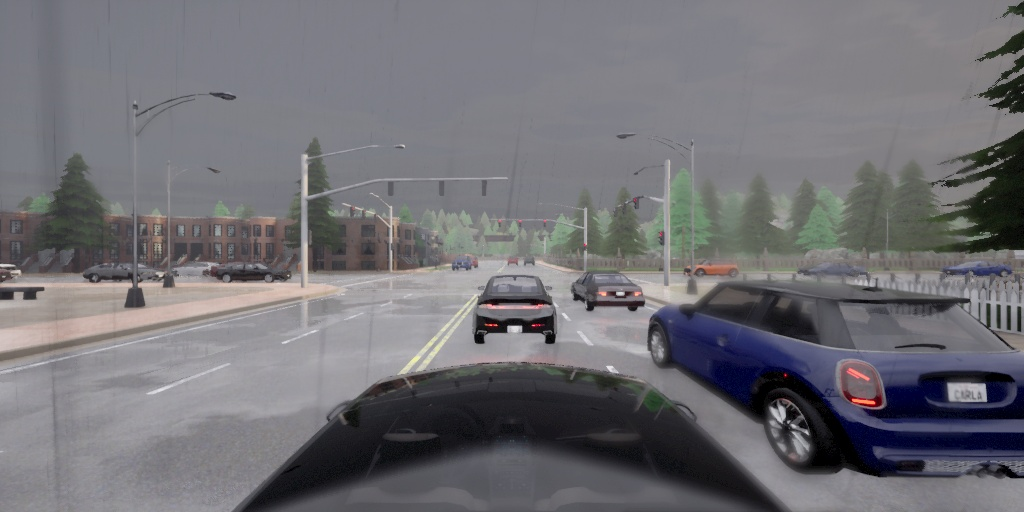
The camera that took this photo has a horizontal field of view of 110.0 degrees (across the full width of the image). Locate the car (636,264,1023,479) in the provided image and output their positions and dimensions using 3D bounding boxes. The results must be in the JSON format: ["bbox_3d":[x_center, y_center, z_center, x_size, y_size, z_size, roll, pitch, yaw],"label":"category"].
[{"bbox_3d":[3.608,1.102,4.963,2.097,1.767,4.553,0,0,0],"label":"car"}]

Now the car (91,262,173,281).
[{"bbox_3d":[-31.908,1.276,30.240,4.674,1.442,1.812,0,0,-7],"label":"car"}]

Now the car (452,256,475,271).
[{"bbox_3d":[-6.972,0.971,50.276,2.150,2.045,5.566,0,0,1],"label":"car"}]

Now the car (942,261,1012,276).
[{"bbox_3d":[43.751,1.228,33.854,5.008,1.535,1.882,-1,0,1],"label":"car"}]

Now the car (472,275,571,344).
[{"bbox_3d":[0.079,1.242,9.555,2.128,1.511,4.902,0,0,1],"label":"car"}]

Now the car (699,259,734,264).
[{"bbox_3d":[18.775,1.102,33.963,4.553,1.767,2.097,0,0,0],"label":"car"}]

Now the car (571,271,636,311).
[{"bbox_3d":[3.610,1.297,14.380,2.033,1.411,5.357,0,0,1],"label":"car"}]

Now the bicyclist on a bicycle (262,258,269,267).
[{"bbox_3d":[-28.735,1.053,41.685,0.582,1.620,1.656,0,0,-1],"label":"bicyclist on a bicycle"}]

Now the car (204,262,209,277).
[{"bbox_3d":[-22.811,1.228,30.669,5.008,1.535,1.882,0,0,-1],"label":"car"}]

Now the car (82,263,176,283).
[{"bbox_3d":[-28.998,1.241,26.961,4.902,1.511,2.128,0,0,-4],"label":"car"}]

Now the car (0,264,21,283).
[{"bbox_3d":[-39.168,1.228,25.243,5.008,1.535,1.882,0,0,-18],"label":"car"}]

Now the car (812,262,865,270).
[{"bbox_3d":[30.213,1.297,33.923,5.357,1.411,2.033,0,0,1],"label":"car"}]

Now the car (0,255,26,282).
[{"bbox_3d":[-42.590,0.968,27.767,5.566,2.045,2.150,0,0,-21],"label":"car"}]

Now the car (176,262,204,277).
[{"bbox_3d":[-29.775,1.275,34.198,4.674,1.442,1.812,0,0,-3],"label":"car"}]

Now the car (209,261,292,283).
[{"bbox_3d":[-19.502,1.228,27.231,5.008,1.535,1.882,0,0,-1],"label":"car"}]

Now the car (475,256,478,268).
[{"bbox_3d":[-6.945,0.971,60.501,2.150,2.045,5.566,0,0,0],"label":"car"}]
